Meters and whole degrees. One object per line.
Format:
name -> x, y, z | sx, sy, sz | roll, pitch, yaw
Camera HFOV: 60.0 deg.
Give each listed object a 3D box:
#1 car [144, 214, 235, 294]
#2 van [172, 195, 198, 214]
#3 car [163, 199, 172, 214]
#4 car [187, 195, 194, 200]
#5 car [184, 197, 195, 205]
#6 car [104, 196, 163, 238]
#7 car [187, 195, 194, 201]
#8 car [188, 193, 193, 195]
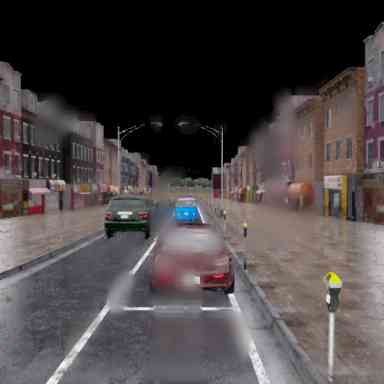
car -> 0.003, 1.522, 8.652 | 1.812, 1.442, 4.674 | 0, 0, 0
van -> -0.402, 1.332, 25.542 | 1.690, 1.788, 3.998 | -1, 0, 0
car -> -2.922, 1.493, 34.668 | 1.837, 1.490, 4.892 | 0, 0, 0
car -> -0.394, 1.543, 91.932 | 1.947, 1.339, 4.313 | -1, 0, 0
car -> -0.395, 1.563, 58.737 | 1.802, 1.307, 4.206 | -1, 0, 0
car -> -3.020, 1.214, 17.716 | 2.150, 2.045, 5.566 | 0, 0, 1
car -> -0.394, 1.543, 86.399 | 1.947, 1.339, 4.313 | -1, 0, 0
car -> -0.402, 1.302, 36.607 | 2.192, 1.841, 5.009 | -1, 0, 0
